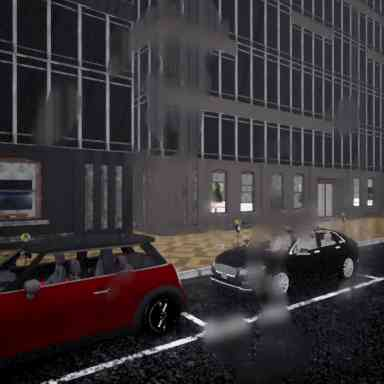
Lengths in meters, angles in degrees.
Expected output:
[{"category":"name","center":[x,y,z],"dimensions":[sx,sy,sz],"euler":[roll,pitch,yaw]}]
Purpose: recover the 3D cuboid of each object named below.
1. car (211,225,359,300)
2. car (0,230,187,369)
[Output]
[{"category":"car","center":[2.456,1.549,8.314],"dimensions":[4.403,1.369,2.008],"euler":[0,0,-36]},{"category":"car","center":[-2.177,1.440,5.008],"dimensions":[4.097,1.590,1.967],"euler":[0,0,-36]}]
